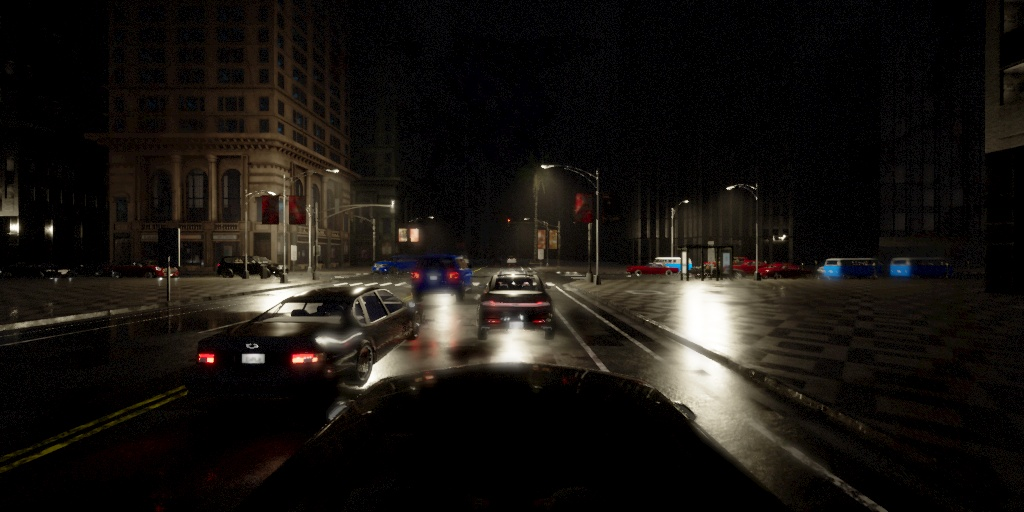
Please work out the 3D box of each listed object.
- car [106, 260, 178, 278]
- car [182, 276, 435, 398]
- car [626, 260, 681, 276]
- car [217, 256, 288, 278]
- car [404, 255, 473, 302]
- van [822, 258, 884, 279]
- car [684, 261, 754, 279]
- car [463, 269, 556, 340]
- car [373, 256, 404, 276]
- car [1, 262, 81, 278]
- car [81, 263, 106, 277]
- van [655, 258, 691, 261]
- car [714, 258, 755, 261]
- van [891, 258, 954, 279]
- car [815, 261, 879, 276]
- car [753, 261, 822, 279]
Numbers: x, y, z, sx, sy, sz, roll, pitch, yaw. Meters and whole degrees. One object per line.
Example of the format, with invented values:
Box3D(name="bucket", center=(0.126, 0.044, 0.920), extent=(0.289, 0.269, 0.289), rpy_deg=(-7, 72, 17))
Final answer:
Box3D(name="car", center=(-33.178, 1.138, 32.541), extent=(4.553, 1.767, 2.097), rpy_deg=(0, 0, 0))
Box3D(name="car", center=(-3.150, 1.297, 6.886), extent=(2.033, 1.411, 5.357), rpy_deg=(0, 0, 0))
Box3D(name="car", center=(13.877, 1.334, 35.673), extent=(4.718, 1.301, 1.895), rpy_deg=(0, 0, 2))
Box3D(name="car", center=(-23.459, 0.997, 32.492), extent=(5.566, 2.045, 2.150), rpy_deg=(0, 0, 0))
Box3D(name="car", center=(-3.159, 0.972, 17.127), extent=(2.150, 2.045, 5.566), rpy_deg=(0, 0, 0))
Box3D(name="van", center=(28.411, 1.081, 29.825), extent=(3.998, 1.789, 1.690), rpy_deg=(0, 0, 0))
Box3D(name="car", center=(17.056, 1.298, 29.815), extent=(4.403, 1.370, 2.007), rpy_deg=(0, 0, 0))
Box3D(name="car", center=(0.088, 1.240, 9.956), extent=(2.128, 1.511, 4.902), rpy_deg=(0, 0, 0))
Box3D(name="car", center=(-12.155, 0.974, 38.609), extent=(2.150, 2.045, 5.566), rpy_deg=(1, 0, 31))
Box3D(name="car", center=(-43.161, 1.290, 32.590), extent=(4.902, 1.511, 2.128), rpy_deg=(0, 0, 0))
Box3D(name="car", center=(-41.495, 1.351, 35.775), extent=(4.181, 1.385, 1.994), rpy_deg=(0, 0, 0))
Box3D(name="van", center=(17.047, 1.064, 38.340), extent=(3.998, 1.789, 1.690), rpy_deg=(0, 0, 0))
Box3D(name="car", center=(23.319, 1.204, 35.679), extent=(5.008, 1.535, 1.882), rpy_deg=(0, 0, 0))
Box3D(name="van", center=(34.088, 1.078, 29.830), extent=(3.998, 1.789, 1.690), rpy_deg=(0, 0, 0))
Box3D(name="car", center=(33.261, 1.247, 35.683), extent=(4.674, 1.442, 1.812), rpy_deg=(0, 0, 1))
Box3D(name="car", center=(22.734, 1.326, 29.819), extent=(4.207, 1.307, 1.802), rpy_deg=(0, 0, 0))
